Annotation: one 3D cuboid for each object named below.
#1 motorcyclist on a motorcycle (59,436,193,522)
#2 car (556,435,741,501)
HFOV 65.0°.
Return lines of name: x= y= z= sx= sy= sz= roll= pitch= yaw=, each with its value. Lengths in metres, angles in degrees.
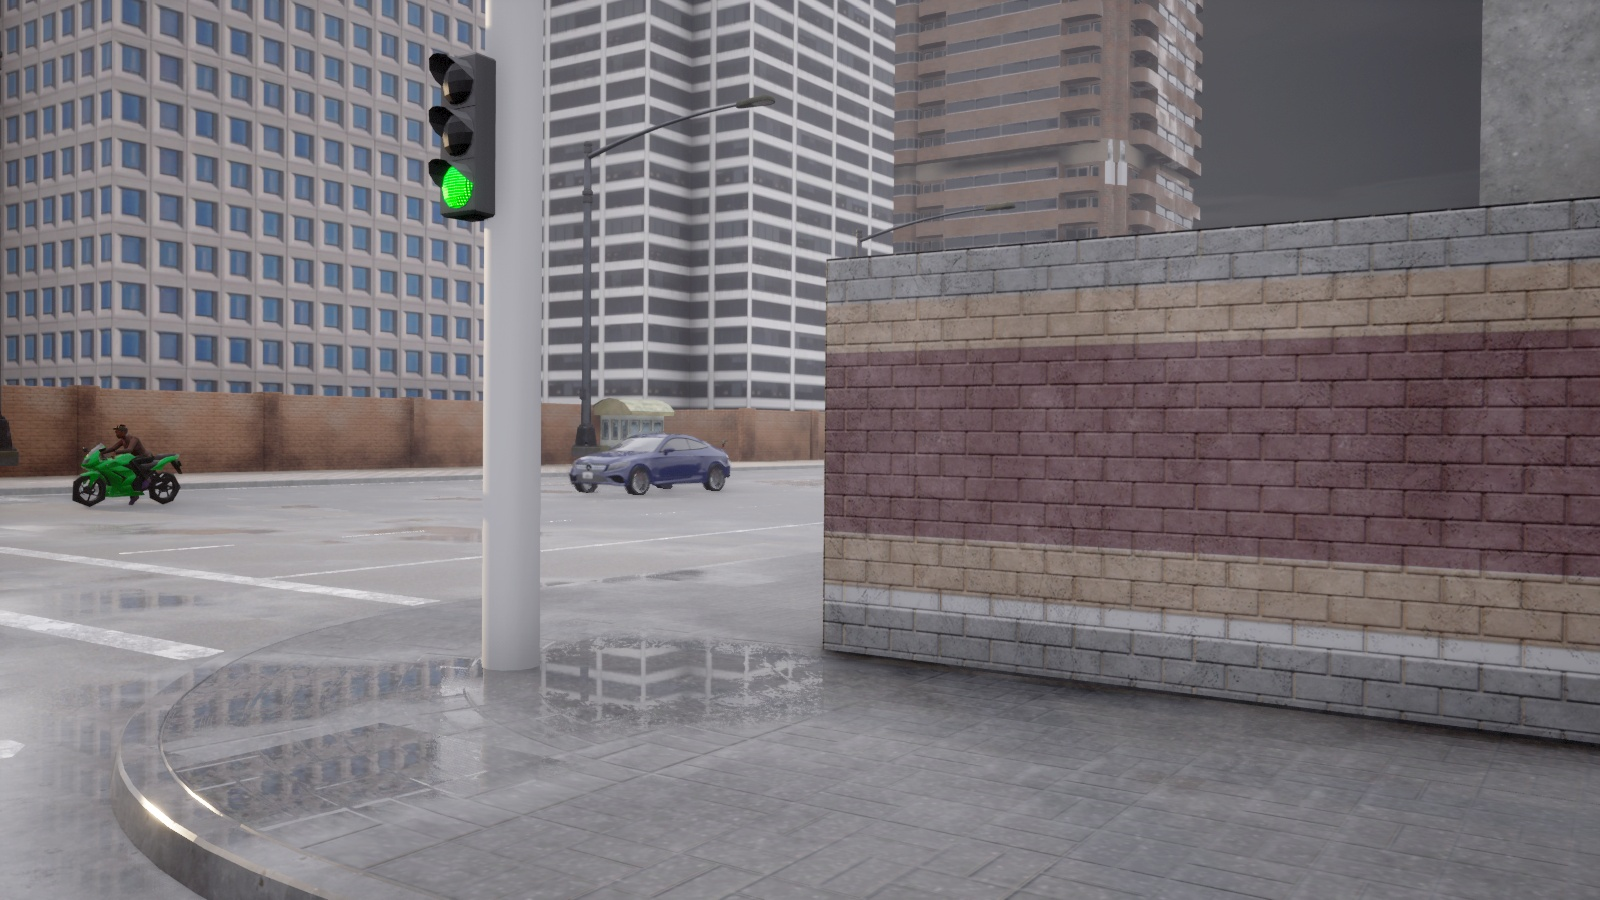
motorcyclist on a motorcycle: x=-12.533 y=0.507 z=23.413 sx=0.797 sy=1.523 sz=2.044 roll=0 pitch=1 yaw=34
car: x=-3.563 y=0.374 z=30.422 sx=1.812 sy=1.442 sz=4.674 roll=0 pitch=1 yaw=34
